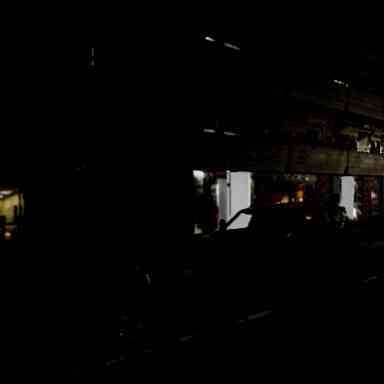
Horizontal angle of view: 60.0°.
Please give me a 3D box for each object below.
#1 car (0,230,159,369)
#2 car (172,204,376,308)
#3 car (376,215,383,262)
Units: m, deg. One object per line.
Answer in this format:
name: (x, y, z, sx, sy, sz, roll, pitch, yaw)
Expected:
car: (-2.611, 1.435, 4.697, 4.097, 1.590, 1.967, -1, 1, -35)
car: (1.977, 1.255, 7.968, 5.009, 1.841, 2.192, -1, 1, -35)
car: (6.567, 1.467, 11.244, 4.206, 1.307, 1.802, -1, 1, -35)
